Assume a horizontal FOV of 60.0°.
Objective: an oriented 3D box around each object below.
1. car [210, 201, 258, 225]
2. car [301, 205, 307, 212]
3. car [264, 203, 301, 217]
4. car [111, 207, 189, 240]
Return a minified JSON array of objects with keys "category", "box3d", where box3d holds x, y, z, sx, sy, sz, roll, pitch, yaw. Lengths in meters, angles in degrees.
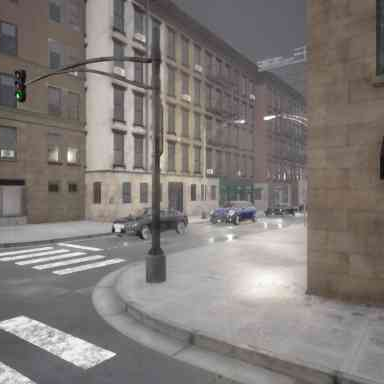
[{"category":"car","box3d":[3.229,1.476,25.327,2.097,1.767,4.553,0,0,36]},{"category":"car","box3d":[14.868,1.832,41.585,1.895,1.301,4.718,0,0,36]},{"category":"car","box3d":[8.952,1.777,33.335,1.895,1.301,4.718,0,0,35]},{"category":"car","box3d":[-2.113,1.568,17.809,2.128,1.511,4.902,0,0,35]}]
